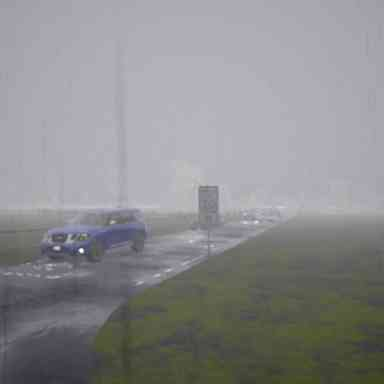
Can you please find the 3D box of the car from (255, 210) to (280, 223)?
[{"bbox_3d":[9.765,3.265,42.837,1.895,1.301,4.718,-1,-2,21],"label":"car"}]

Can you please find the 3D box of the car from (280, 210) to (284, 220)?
[{"bbox_3d":[13.193,3.528,51.990,1.837,1.490,4.892,-1,-2,21],"label":"car"}]

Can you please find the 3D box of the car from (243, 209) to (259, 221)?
[{"bbox_3d":[8.854,3.237,48.324,2.097,1.767,4.553,-1,-2,21],"label":"car"}]

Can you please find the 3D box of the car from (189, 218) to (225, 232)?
[{"bbox_3d":[1.375,2.720,28.925,1.895,1.301,4.718,-1,-2,21],"label":"car"}]

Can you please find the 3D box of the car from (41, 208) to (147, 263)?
[{"bbox_3d":[-4.001,1.773,14.768,2.150,2.045,5.566,-1,-2,20],"label":"car"}]
